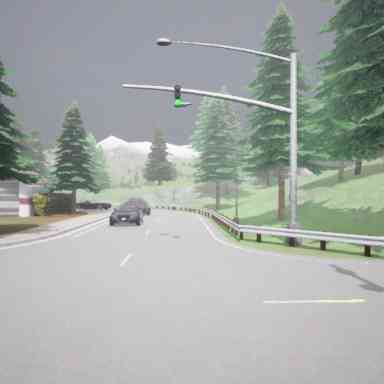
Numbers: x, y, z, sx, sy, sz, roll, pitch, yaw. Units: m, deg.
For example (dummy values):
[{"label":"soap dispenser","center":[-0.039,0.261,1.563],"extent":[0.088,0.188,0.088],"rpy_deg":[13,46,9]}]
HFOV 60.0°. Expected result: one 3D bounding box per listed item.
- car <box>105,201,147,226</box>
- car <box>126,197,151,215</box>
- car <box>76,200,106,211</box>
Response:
[{"label":"car","center":[-4.516,1.550,23.365],"extent":[1.994,1.385,4.181],"rpy_deg":[0,0,-3]},{"label":"car","center":[-5.554,1.333,33.136],"extent":[2.097,1.767,4.553],"rpy_deg":[0,0,-20]},{"label":"car","center":[-12.289,1.583,40.735],"extent":[4.718,1.301,1.895],"rpy_deg":[0,0,13]}]
